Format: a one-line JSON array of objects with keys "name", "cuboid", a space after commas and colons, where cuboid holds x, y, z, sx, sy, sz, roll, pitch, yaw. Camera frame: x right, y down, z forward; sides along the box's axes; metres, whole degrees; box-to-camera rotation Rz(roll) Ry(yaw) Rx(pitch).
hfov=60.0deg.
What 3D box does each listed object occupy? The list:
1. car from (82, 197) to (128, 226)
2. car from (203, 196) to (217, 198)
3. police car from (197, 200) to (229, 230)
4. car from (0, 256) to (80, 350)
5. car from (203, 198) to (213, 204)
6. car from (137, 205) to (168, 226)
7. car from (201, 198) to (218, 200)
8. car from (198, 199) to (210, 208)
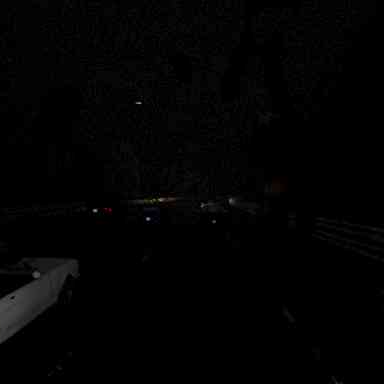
[{"name": "car", "cuboid": [-6.445, 1.392, 25.141, 2.150, 2.045, 5.566, 0, 0, 2]}, {"name": "car", "cuboid": [2.044, 1.498, 38.168, 2.150, 2.045, 5.566, 0, 0, 3]}, {"name": "police car", "cuboid": [1.407, 1.581, 22.460, 1.930, 1.638, 5.238, 0, 0, 2]}, {"name": "car", "cuboid": [-3.361, 1.634, 5.110, 1.895, 1.301, 4.718, 0, 0, 0]}, {"name": "car", "cuboid": [3.430, 1.950, 72.194, 1.994, 1.385, 4.181, 0, 0, 6]}, {"name": "car", "cuboid": [-2.936, 1.699, 25.231, 1.812, 1.442, 4.674, 0, 0, 2]}, {"name": "car", "cuboid": [1.773, 1.684, 32.408, 1.801, 1.575, 5.366, 0, 0, 2]}, {"name": "car", "cuboid": [2.088, 1.941, 56.412, 1.812, 1.442, 4.674, 0, 0, 5]}]
